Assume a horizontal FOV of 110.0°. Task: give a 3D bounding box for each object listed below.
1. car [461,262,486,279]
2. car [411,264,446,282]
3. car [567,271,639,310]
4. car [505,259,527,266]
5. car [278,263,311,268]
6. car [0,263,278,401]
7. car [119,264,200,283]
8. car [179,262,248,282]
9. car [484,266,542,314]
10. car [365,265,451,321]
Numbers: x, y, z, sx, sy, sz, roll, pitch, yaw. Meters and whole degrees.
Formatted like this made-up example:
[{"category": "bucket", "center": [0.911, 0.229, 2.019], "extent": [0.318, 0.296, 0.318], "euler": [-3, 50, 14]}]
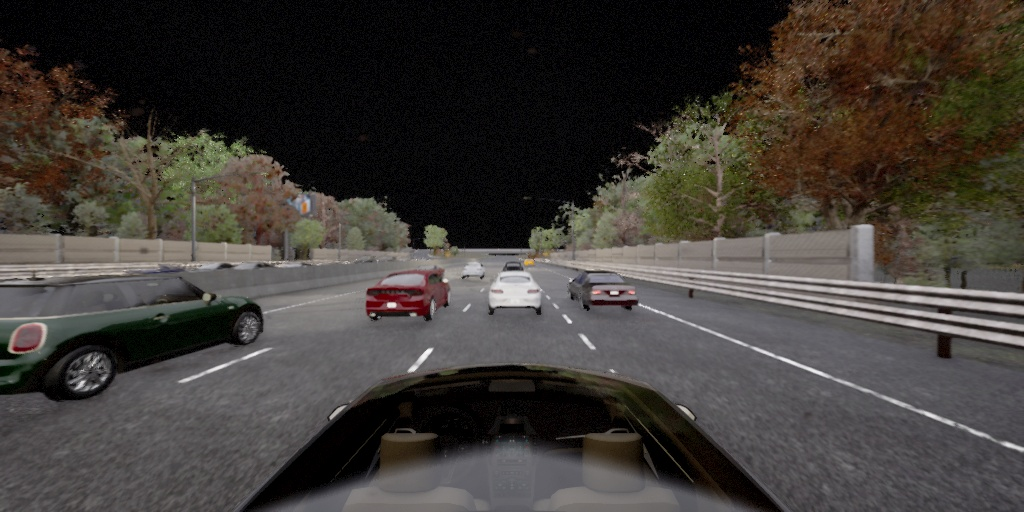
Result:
[{"category": "car", "center": [-3.401, 1.299, 32.616], "extent": [1.812, 1.442, 4.674], "euler": [0, 0, 0]}, {"category": "car", "center": [-6.886, 1.373, 30.103], "extent": [1.895, 1.301, 4.718], "euler": [0, 0, 0]}, {"category": "car", "center": [3.503, 1.302, 14.683], "extent": [2.033, 1.411, 5.357], "euler": [0, 0, 1]}, {"category": "car", "center": [0.113, 1.277, 31.485], "extent": [1.837, 1.490, 4.892], "euler": [0, 0, 0]}, {"category": "car", "center": [-17.586, 1.298, 29.030], "extent": [1.812, 1.442, 4.674], "euler": [0, 0, 0]}, {"category": "car", "center": [-6.899, 1.106, 6.596], "extent": [2.097, 1.767, 4.553], "euler": [0, 0, 0]}, {"category": "car", "center": [-28.086, 1.374, 28.836], "extent": [1.895, 1.301, 4.718], "euler": [0, 0, 0]}, {"category": "car", "center": [-24.585, 1.299, 29.761], "extent": [1.812, 1.442, 4.674], "euler": [0, 0, 0]}, {"category": "car", "center": [0.105, 1.283, 13.706], "extent": [1.812, 1.442, 4.674], "euler": [0, 0, 0]}, {"category": "car", "center": [-3.394, 1.235, 12.587], "extent": [1.882, 1.535, 5.008], "euler": [0, 0, 0]}]
